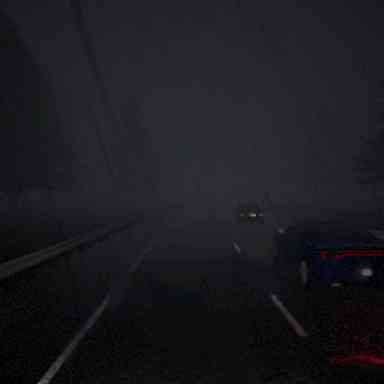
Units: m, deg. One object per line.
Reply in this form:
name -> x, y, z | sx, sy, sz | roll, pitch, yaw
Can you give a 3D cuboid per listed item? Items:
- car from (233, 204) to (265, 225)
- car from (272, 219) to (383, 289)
car -> 4.078, 1.551, 24.153 | 2.033, 1.411, 5.357 | 0, 0, 4
car -> 3.578, 1.479, 9.204 | 1.882, 1.535, 5.008 | 0, 0, 1
